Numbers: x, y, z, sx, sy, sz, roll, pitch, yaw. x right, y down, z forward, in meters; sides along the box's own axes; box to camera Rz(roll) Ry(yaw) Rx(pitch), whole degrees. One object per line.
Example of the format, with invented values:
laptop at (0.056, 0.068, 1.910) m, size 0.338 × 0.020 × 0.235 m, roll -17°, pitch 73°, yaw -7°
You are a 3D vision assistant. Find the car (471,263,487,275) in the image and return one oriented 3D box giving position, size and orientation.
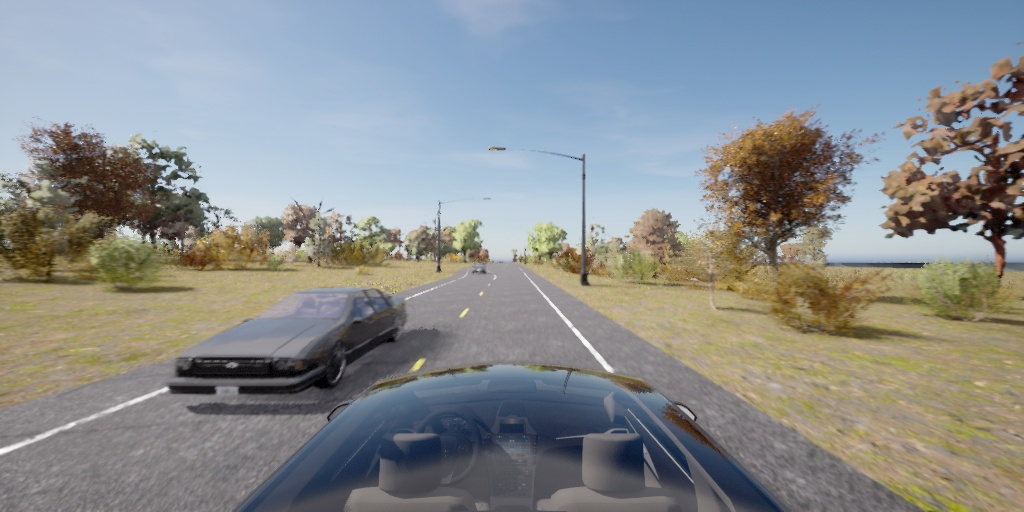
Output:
car at (-4.284, 1.626, 46.943) m, size 2.128 × 1.511 × 4.902 m, roll 0°, pitch -1°, yaw -5°

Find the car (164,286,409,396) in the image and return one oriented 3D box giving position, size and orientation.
car at (-3.601, 1.342, 7.200) m, size 2.033 × 1.411 × 5.357 m, roll 0°, pitch 0°, yaw 0°
